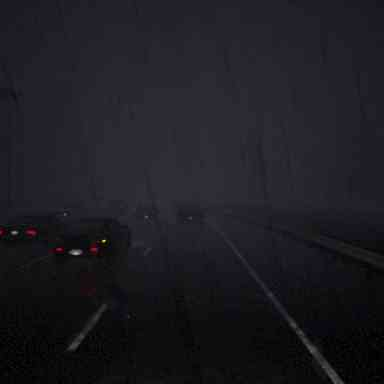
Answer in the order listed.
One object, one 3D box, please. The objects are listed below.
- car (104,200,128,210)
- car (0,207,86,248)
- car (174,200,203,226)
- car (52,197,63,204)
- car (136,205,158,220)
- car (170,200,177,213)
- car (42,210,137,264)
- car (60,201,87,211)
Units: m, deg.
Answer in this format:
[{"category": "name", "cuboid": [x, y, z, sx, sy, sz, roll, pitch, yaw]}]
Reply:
[{"category": "car", "cuboid": [-8.017, 1.604, 35.550, 2.097, 1.767, 4.553, 0, 0, -5]}, {"category": "car", "cuboid": [-6.924, 1.658, 15.473, 2.033, 1.411, 5.357, 0, 0, -1]}, {"category": "car", "cuboid": [-0.226, 1.656, 25.188, 1.882, 1.535, 5.008, 0, 0, -3]}, {"category": "car", "cuboid": [-32.187, 2.087, 79.824, 2.128, 1.511, 4.902, 0, 0, -19]}, {"category": "car", "cuboid": [-4.018, 1.815, 30.168, 1.895, 1.301, 4.718, 0, 0, -4]}, {"category": "car", "cuboid": [-1.658, 1.772, 41.604, 1.882, 1.535, 5.008, 0, -1, -7]}, {"category": "car", "cuboid": [-3.405, 1.612, 12.049, 1.812, 1.442, 4.674, 0, 0, 0]}, {"category": "car", "cuboid": [-11.112, 1.725, 31.007, 1.837, 1.490, 4.892, 0, 0, -4]}]
